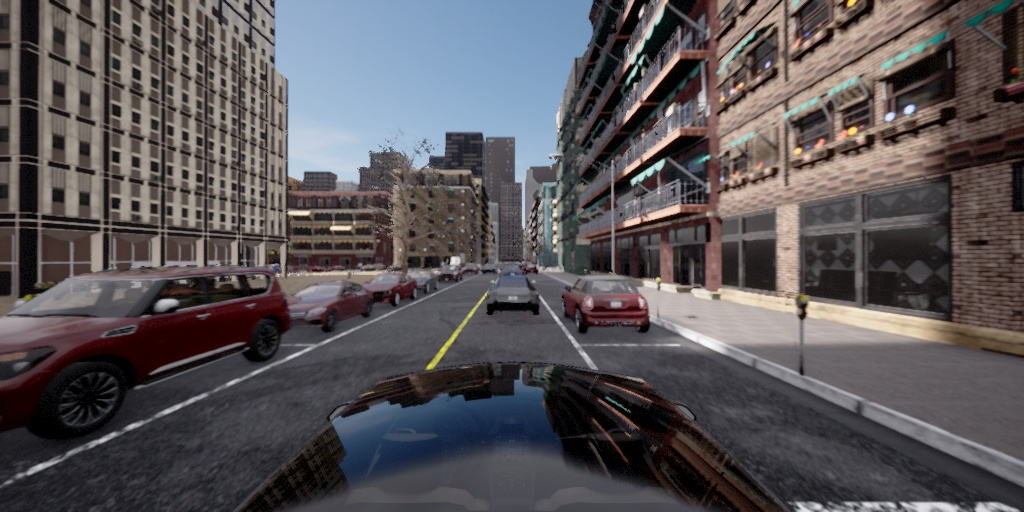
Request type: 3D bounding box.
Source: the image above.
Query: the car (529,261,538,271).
[{"bbox_3d":[2.695,1.847,49.857,1.888,1.381,4.507,0,0,0],"label":"car"}]

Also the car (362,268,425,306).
[{"bbox_3d":[-5.691,1.463,16.696,1.888,1.381,4.507,0,0,0],"label":"car"}]

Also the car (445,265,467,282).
[{"bbox_3d":[-5.688,1.547,33.278,1.967,1.591,4.097,0,0,0],"label":"car"}]

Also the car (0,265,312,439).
[{"bbox_3d":[-5.692,1.108,5.642,2.192,1.841,5.009,0,0,0],"label":"car"}]

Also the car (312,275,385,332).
[{"bbox_3d":[-5.691,1.438,11.169,1.802,1.307,4.207,0,0,0],"label":"car"}]

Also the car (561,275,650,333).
[{"bbox_3d":[2.689,1.296,11.168,1.967,1.591,4.097,0,0,0],"label":"car"}]

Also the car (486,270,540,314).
[{"bbox_3d":[0.050,1.458,14.489,1.994,1.385,4.181,0,-1,0],"label":"car"}]

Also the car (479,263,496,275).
[{"bbox_3d":[-3.082,1.807,49.805,1.837,1.490,4.892,0,-1,0],"label":"car"}]

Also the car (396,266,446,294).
[{"bbox_3d":[-5.690,1.531,22.223,2.007,1.370,4.403,0,0,0],"label":"car"}]

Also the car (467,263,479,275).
[{"bbox_3d":[-5.686,1.741,49.859,1.967,1.591,4.097,0,0,0],"label":"car"}]

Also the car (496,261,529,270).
[{"bbox_3d":[0.049,1.411,29.134,2.097,1.767,4.553,0,-1,0],"label":"car"}]
